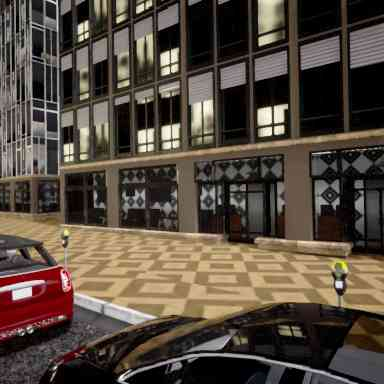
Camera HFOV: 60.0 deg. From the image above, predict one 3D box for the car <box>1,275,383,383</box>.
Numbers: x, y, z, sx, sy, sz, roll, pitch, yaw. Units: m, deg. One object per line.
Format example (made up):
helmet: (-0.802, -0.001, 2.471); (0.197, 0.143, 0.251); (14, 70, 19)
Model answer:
car: (0.663, 1.566, 2.439); (4.313, 1.339, 1.947); (0, -1, 36)

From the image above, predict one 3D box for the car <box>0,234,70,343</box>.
car: (-3.911, 1.441, 5.819); (4.097, 1.590, 1.967); (0, -1, 37)
